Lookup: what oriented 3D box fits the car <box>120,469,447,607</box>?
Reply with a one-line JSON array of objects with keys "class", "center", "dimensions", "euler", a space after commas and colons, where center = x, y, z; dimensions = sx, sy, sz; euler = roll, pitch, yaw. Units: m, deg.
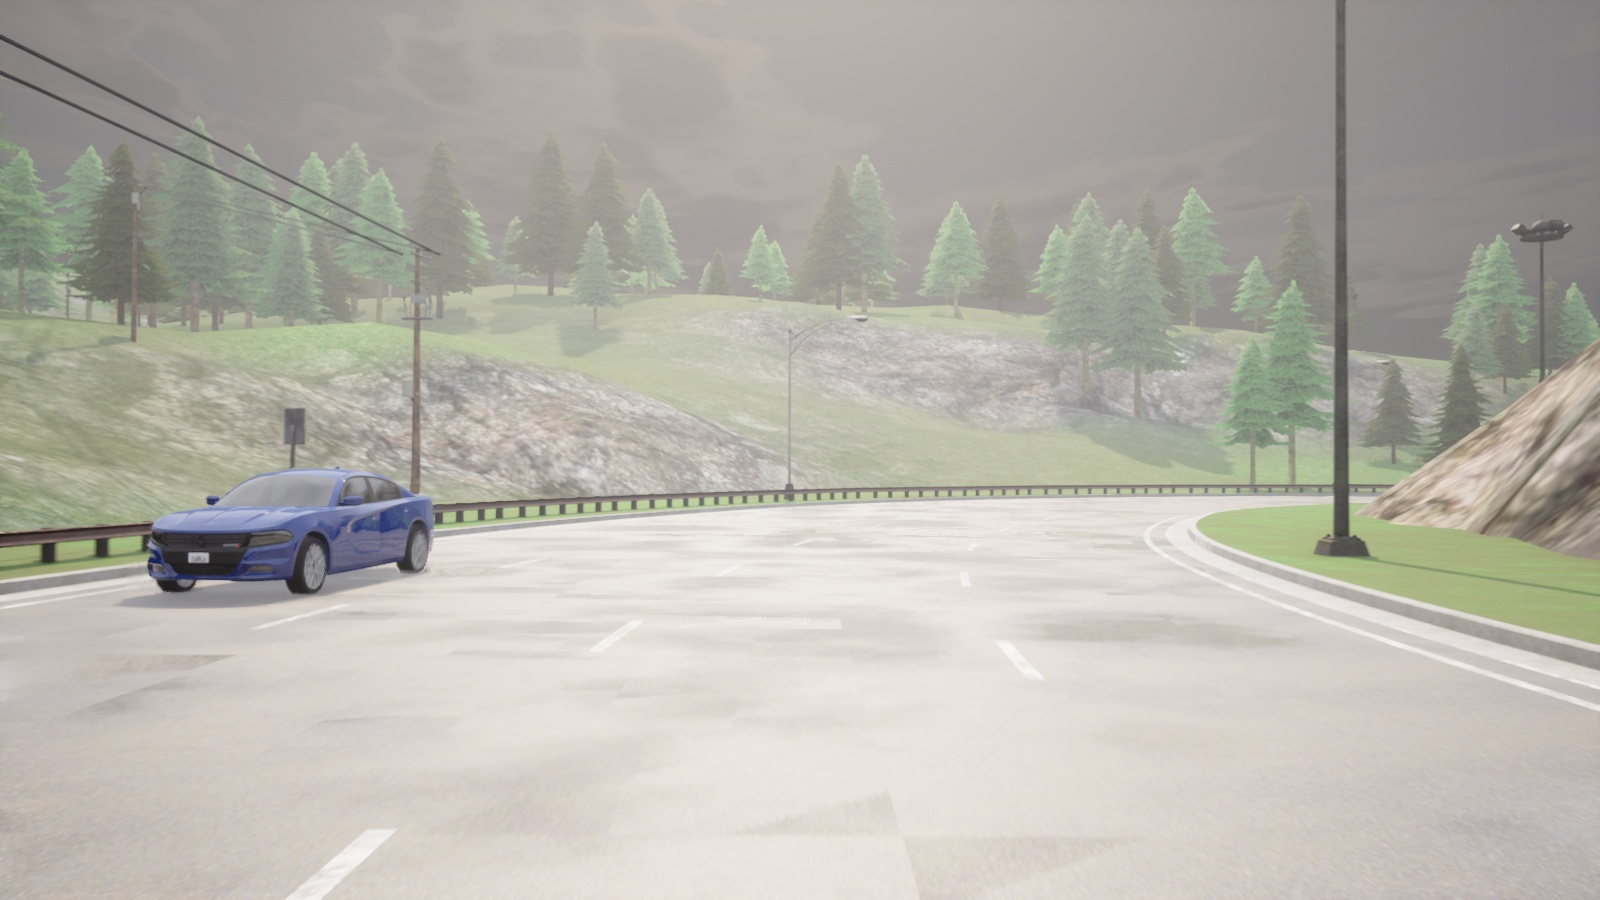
[{"class": "car", "center": [-6.557, 1.038, 16.703], "dimensions": [1.882, 1.535, 5.008], "euler": [0, -1, 6]}]
